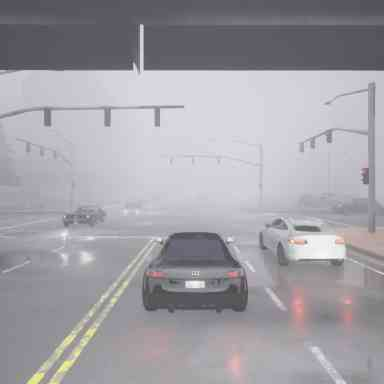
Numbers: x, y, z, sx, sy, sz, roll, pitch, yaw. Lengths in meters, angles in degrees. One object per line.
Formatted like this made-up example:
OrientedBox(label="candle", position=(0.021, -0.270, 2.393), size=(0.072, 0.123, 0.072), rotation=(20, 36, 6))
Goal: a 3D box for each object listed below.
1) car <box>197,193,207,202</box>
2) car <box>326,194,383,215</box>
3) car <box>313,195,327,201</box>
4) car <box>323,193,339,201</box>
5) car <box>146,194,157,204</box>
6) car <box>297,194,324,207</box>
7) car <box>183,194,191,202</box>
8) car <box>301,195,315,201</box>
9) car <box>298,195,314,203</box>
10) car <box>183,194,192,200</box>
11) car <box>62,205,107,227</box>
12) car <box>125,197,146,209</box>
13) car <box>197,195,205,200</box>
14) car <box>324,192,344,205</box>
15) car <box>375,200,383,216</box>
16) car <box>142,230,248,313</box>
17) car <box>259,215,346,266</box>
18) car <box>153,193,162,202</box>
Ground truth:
OrientedBox(label="car", position=(2.405, 1.223, 77.031), size=(2.150, 2.045, 5.566), rotation=(0, 0, 0))
OrientedBox(label="car", position=(16.355, 1.352, 33.198), size=(4.553, 1.767, 2.097), rotation=(0, 0, 1))
OrientedBox(label="car", position=(30.813, 1.364, 79.982), size=(1.784, 1.438, 3.905), rotation=(0, 0, 0))
OrientedBox(label="car", position=(33.496, 1.153, 80.040), size=(1.932, 1.855, 4.605), rotation=(0, 0, 0))
OrientedBox(label="car", position=(-8.059, 1.525, 61.601), size=(1.812, 1.442, 4.674), rotation=(0, 0, 0))
OrientedBox(label="car", position=(16.646, 1.153, 47.426), size=(1.932, 1.855, 4.605), rotation=(0, 0, 0))
OrientedBox(label="car", position=(-1.095, 1.593, 77.006), size=(1.895, 1.301, 4.718), rotation=(0, 0, 0))
OrientedBox(label="car", position=(27.918, 1.395, 79.974), size=(1.970, 1.475, 3.806), rotation=(0, 0, 0))
OrientedBox(label="car", position=(22.194, 1.395, 64.856), size=(1.970, 1.475, 3.806), rotation=(0, 0, 0))
OrientedBox(label="car", position=(-1.154, 1.351, 86.076), size=(2.128, 1.511, 4.902), rotation=(0, 0, 0))
OrientedBox(label="car", position=(-7.235, 1.601, 22.741), size=(1.895, 1.301, 4.718), rotation=(0, 0, -2))
OrientedBox(label="car", position=(-7.993, 1.478, 46.177), size=(1.882, 1.535, 5.008), rotation=(0, 0, 0))
OrientedBox(label="car", position=(2.346, 1.378, 86.099), size=(1.994, 1.385, 4.181), rotation=(0, 0, 0))
OrientedBox(label="car", position=(19.540, 1.156, 47.380), size=(1.905, 1.878, 3.866), rotation=(0, 0, 0))
OrientedBox(label="car", position=(19.151, 1.601, 29.667), size=(4.718, 1.301, 1.895), rotation=(0, 0, 1))
OrientedBox(label="car", position=(0.067, 1.564, 7.745), size=(1.994, 1.385, 4.181), rotation=(0, 0, 0))
OrientedBox(label="car", position=(3.582, 1.526, 11.405), size=(1.812, 1.442, 4.674), rotation=(0, 0, 0))
OrientedBox(label="car", position=(-8.096, 1.219, 77.138), size=(2.150, 2.045, 5.566), rotation=(0, 0, 0))
